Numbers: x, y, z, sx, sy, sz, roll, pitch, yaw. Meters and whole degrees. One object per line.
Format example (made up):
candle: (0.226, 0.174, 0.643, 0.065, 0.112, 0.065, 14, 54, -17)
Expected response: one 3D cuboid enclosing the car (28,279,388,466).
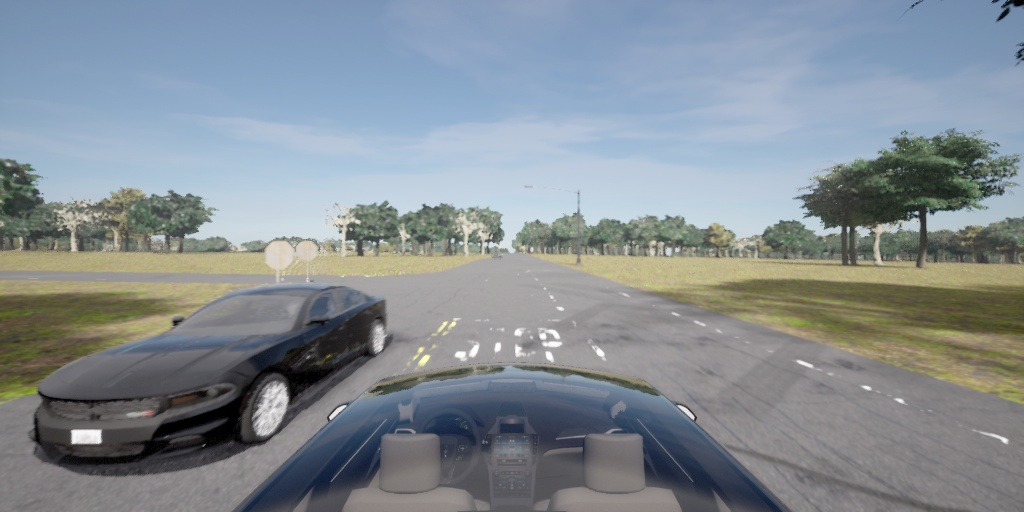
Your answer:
car: (-3.500, 1.181, 5.441, 1.882, 1.535, 5.008, 0, 1, 0)
